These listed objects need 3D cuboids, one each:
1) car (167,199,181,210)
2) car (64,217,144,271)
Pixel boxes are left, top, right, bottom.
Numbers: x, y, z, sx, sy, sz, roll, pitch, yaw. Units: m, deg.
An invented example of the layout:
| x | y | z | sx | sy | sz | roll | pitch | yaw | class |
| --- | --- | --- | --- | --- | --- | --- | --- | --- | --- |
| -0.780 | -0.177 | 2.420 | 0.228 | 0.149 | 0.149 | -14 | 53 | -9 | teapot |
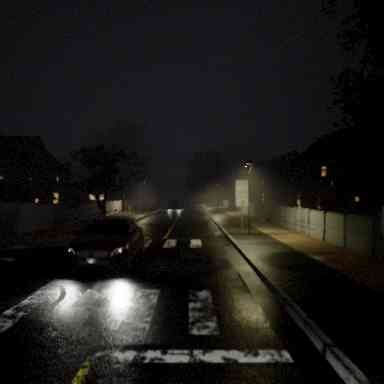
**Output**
| x | y | z | sx | sy | sz | roll | pitch | yaw | class |
| --- | --- | --- | --- | --- | --- | --- | --- | --- | --- |
| -2.816 | 1.984 | 53.806 | 1.837 | 1.490 | 4.892 | 0 | 0 | 0 | car |
| -2.761 | 1.626 | 11.428 | 1.812 | 1.442 | 4.674 | 0 | 0 | 0 | car |
